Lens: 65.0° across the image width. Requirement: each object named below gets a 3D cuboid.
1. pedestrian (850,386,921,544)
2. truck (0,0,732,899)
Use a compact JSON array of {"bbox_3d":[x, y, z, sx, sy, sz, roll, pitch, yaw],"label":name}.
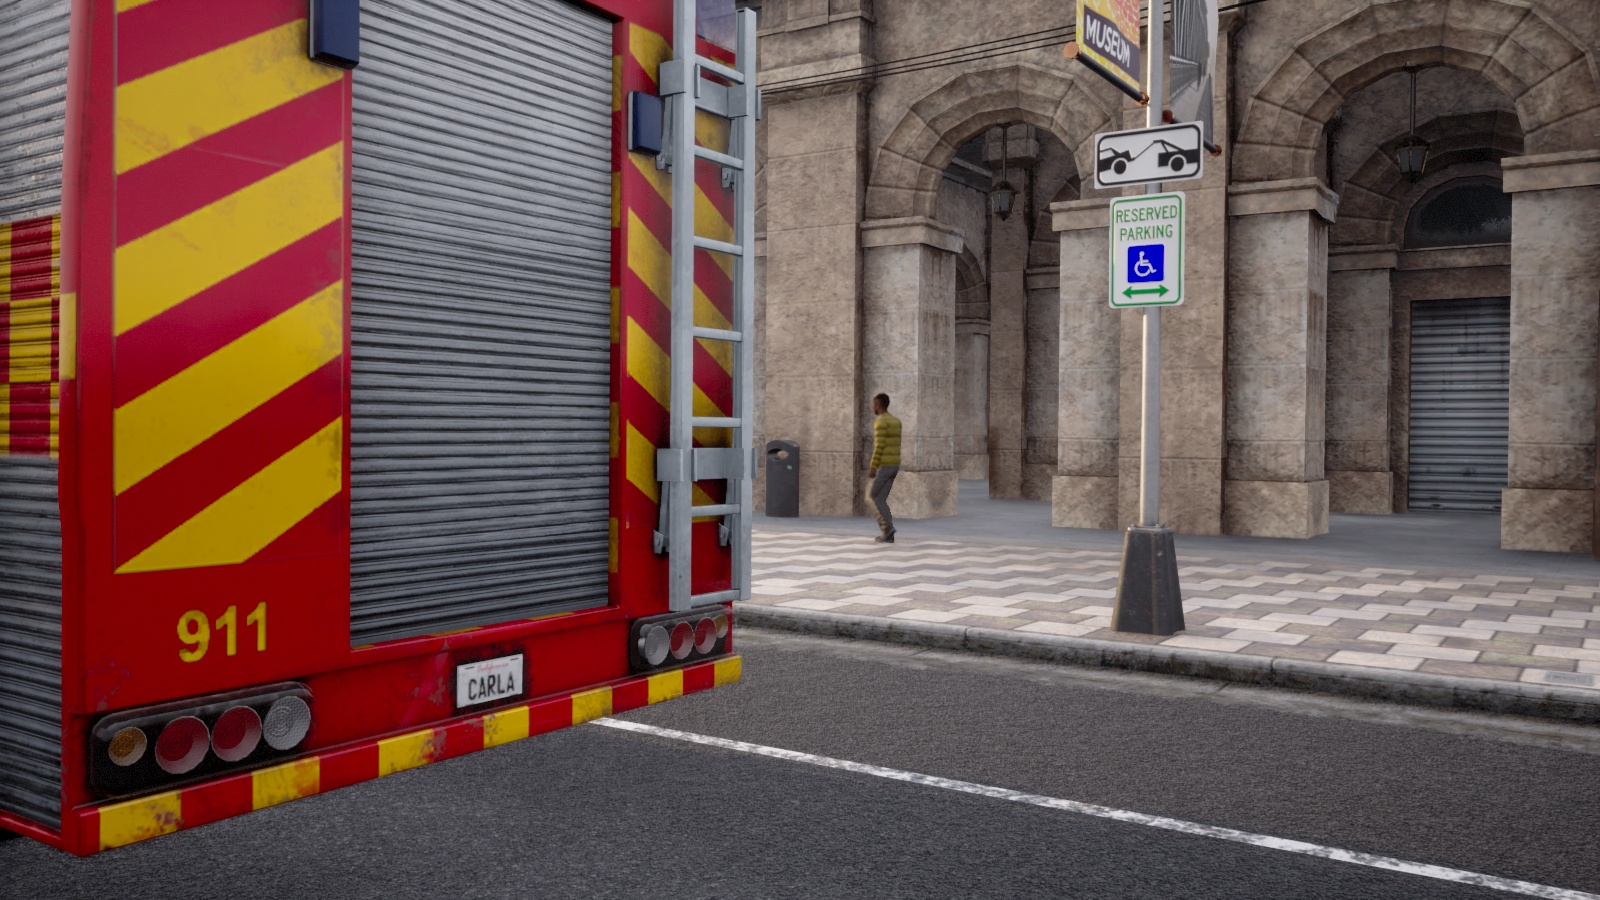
[{"bbox_3d":[1.016,0.175,14.961,0.709,1.840,0.431,0,1,33],"label":"pedestrian"},{"bbox_3d":[-4.646,-0.483,6.693,8.468,3.827,2.891,0,1,34],"label":"truck"}]
